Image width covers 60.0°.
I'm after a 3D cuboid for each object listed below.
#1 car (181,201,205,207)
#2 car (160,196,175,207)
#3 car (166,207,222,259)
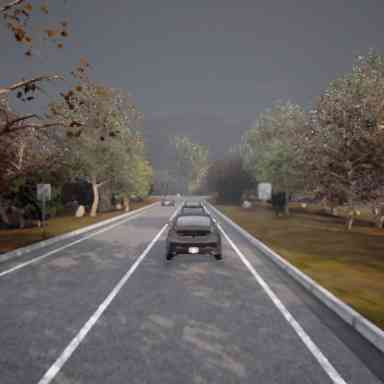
[{"bbox_3d":[0.075,1.503,27.946,2.128,1.511,4.902,0,0,0],"label":"car"},{"bbox_3d":[-3.574,1.407,49.700,2.128,1.511,4.902,0,0,0],"label":"car"},{"bbox_3d":[0.071,1.527,12.614,1.837,1.490,4.892,0,0,0],"label":"car"}]
